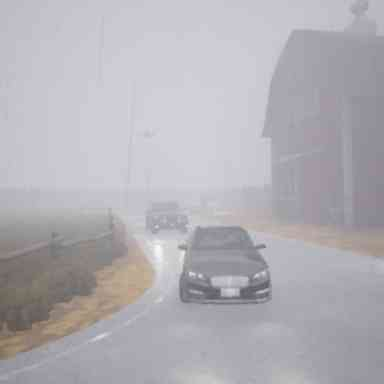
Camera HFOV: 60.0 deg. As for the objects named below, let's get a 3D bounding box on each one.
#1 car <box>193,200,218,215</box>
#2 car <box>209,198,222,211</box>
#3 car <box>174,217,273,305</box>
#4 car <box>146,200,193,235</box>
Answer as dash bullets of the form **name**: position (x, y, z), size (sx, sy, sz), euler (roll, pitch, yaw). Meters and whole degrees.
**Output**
- **car**: position (1.154, 2.123, 42.677), size (1.882, 1.535, 5.008), euler (-1, -1, 25)
- **car**: position (2.733, 2.005, 53.020), size (2.150, 2.045, 5.566), euler (0, -1, -25)
- **car**: position (0.737, 1.632, 8.615), size (2.128, 1.511, 4.902), euler (-1, -1, 1)
- **car**: position (-1.784, 1.586, 22.111), size (2.150, 2.045, 5.566), euler (0, 0, -14)
